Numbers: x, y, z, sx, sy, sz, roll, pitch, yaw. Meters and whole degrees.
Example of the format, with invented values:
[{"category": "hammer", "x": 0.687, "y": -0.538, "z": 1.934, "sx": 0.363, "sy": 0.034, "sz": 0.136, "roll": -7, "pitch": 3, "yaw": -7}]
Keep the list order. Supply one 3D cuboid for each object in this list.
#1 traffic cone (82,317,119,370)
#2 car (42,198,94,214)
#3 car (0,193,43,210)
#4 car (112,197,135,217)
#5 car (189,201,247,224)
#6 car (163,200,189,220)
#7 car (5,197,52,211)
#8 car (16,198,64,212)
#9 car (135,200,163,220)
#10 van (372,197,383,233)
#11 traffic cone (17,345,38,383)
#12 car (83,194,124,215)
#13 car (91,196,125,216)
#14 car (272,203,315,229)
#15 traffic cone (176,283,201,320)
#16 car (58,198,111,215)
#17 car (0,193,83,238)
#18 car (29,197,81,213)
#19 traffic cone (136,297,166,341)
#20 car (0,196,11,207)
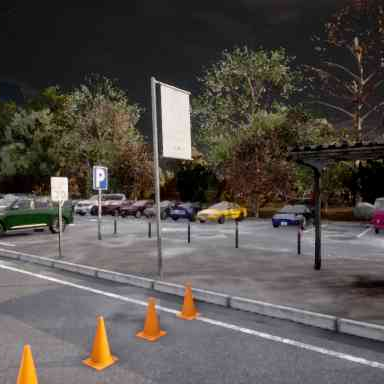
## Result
[{"category": "traffic cone", "x": -1.212, "y": 1.957, "z": 4.417, "sx": 0.340, "sy": 0.580, "sz": 0.340, "roll": 0, "pitch": 0, "yaw": 35}, {"category": "car", "x": -13.463, "y": 1.455, "z": 36.500, "sx": 2.097, "sy": 1.535, "sz": 5.008, "roll": 0, "pitch": 0, "yaw": 35}, {"category": "car", "x": -22.563, "y": 1.153, "z": 42.866, "sx": 2.435, "sy": 2.045, "sz": 5.566, "roll": 0, "pitch": 0, "yaw": 35}, {"category": "car", "x": -4.371, "y": 1.469, "z": 30.126, "sx": 2.097, "sy": 1.535, "sz": 5.008, "roll": 0, "pitch": 0, "yaw": 35}, {"category": "car", "x": 2.332, "y": 1.475, "z": 25.183, "sx": 1.946, "sy": 1.575, "sz": 5.366, "roll": 0, "pitch": 0, "yaw": 35}, {"category": "car", "x": 0.185, "y": 1.504, "z": 26.954, "sx": 2.163, "sy": 1.488, "sz": 4.792, "roll": 0, "pitch": 0, "yaw": 35}, {"category": "car", "x": -20.261, "y": 1.452, "z": 41.318, "sx": 2.163, "sy": 1.488, "sz": 4.792, "roll": 0, "pitch": 0, "yaw": 35}, {"category": "car", "x": -18.017, "y": 1.469, "z": 39.671, "sx": 2.163, "sy": 1.488, "sz": 4.792, "roll": 0, "pitch": 0, "yaw": 35}, {"category": "car", "x": -2.099, "y": 1.473, "z": 28.531, "sx": 2.231, "sy": 1.521, "sz": 4.892, "roll": 0, "pitch": 0, "yaw": 35}, {"category": "van", "x": 11.591, "y": 1.264, "z": 19.047, "sx": 1.878, "sy": 1.987, "sz": 4.442, "roll": 0, "pitch": 0, "yaw": 35}, {"category": "traffic cone", "x": -1.787, "y": 1.957, "z": 3.600, "sx": 0.340, "sy": 0.580, "sz": 0.340, "roll": 0, "pitch": 0, "yaw": 35}, {"category": "car", "x": -8.933, "y": 1.212, "z": 33.289, "sx": 2.435, "sy": 2.045, "sz": 5.566, "roll": 0, "pitch": 0, "yaw": 35}, {"category": "car", "x": -6.642, "y": 1.466, "z": 31.721, "sx": 2.097, "sy": 1.535, "sz": 5.008, "roll": 0, "pitch": 0, "yaw": 35}, {"category": "car", "x": 6.965, "y": 1.513, "z": 22.119, "sx": 2.163, "sy": 1.488, "sz": 4.792, "roll": 0, "pitch": 0, "yaw": 35}, {"category": "traffic cone", "x": -0.062, "y": 1.957, "z": 6.049, "sx": 0.340, "sy": 0.580, "sz": 0.340, "roll": 0, "pitch": 0, "yaw": 36}, {"category": "car", "x": -11.190, "y": 1.461, "z": 34.903, "sx": 2.231, "sy": 1.521, "sz": 4.892, "roll": 0, "pitch": 0, "yaw": 35}, {"category": "car", "x": -8.926, "y": 1.221, "z": 17.300, "sx": 2.435, "sy": 2.045, "sz": 5.566, "roll": 0, "pitch": 0, "yaw": 35}, {"category": "car", "x": -15.626, "y": 1.444, "z": 38.252, "sx": 1.946, "sy": 1.575, "sz": 5.366, "roll": 0, "pitch": 0, "yaw": 35}, {"category": "traffic cone", "x": -0.637, "y": 1.957, "z": 5.233, "sx": 0.340, "sy": 0.580, "sz": 0.340, "roll": 0, "pitch": 0, "yaw": 35}, {"category": "car", "x": -29.255, "y": 1.332, "z": 47.830, "sx": 1.946, "sy": 1.575, "sz": 5.366, "roll": 1, "pitch": 0, "yaw": 35}]
